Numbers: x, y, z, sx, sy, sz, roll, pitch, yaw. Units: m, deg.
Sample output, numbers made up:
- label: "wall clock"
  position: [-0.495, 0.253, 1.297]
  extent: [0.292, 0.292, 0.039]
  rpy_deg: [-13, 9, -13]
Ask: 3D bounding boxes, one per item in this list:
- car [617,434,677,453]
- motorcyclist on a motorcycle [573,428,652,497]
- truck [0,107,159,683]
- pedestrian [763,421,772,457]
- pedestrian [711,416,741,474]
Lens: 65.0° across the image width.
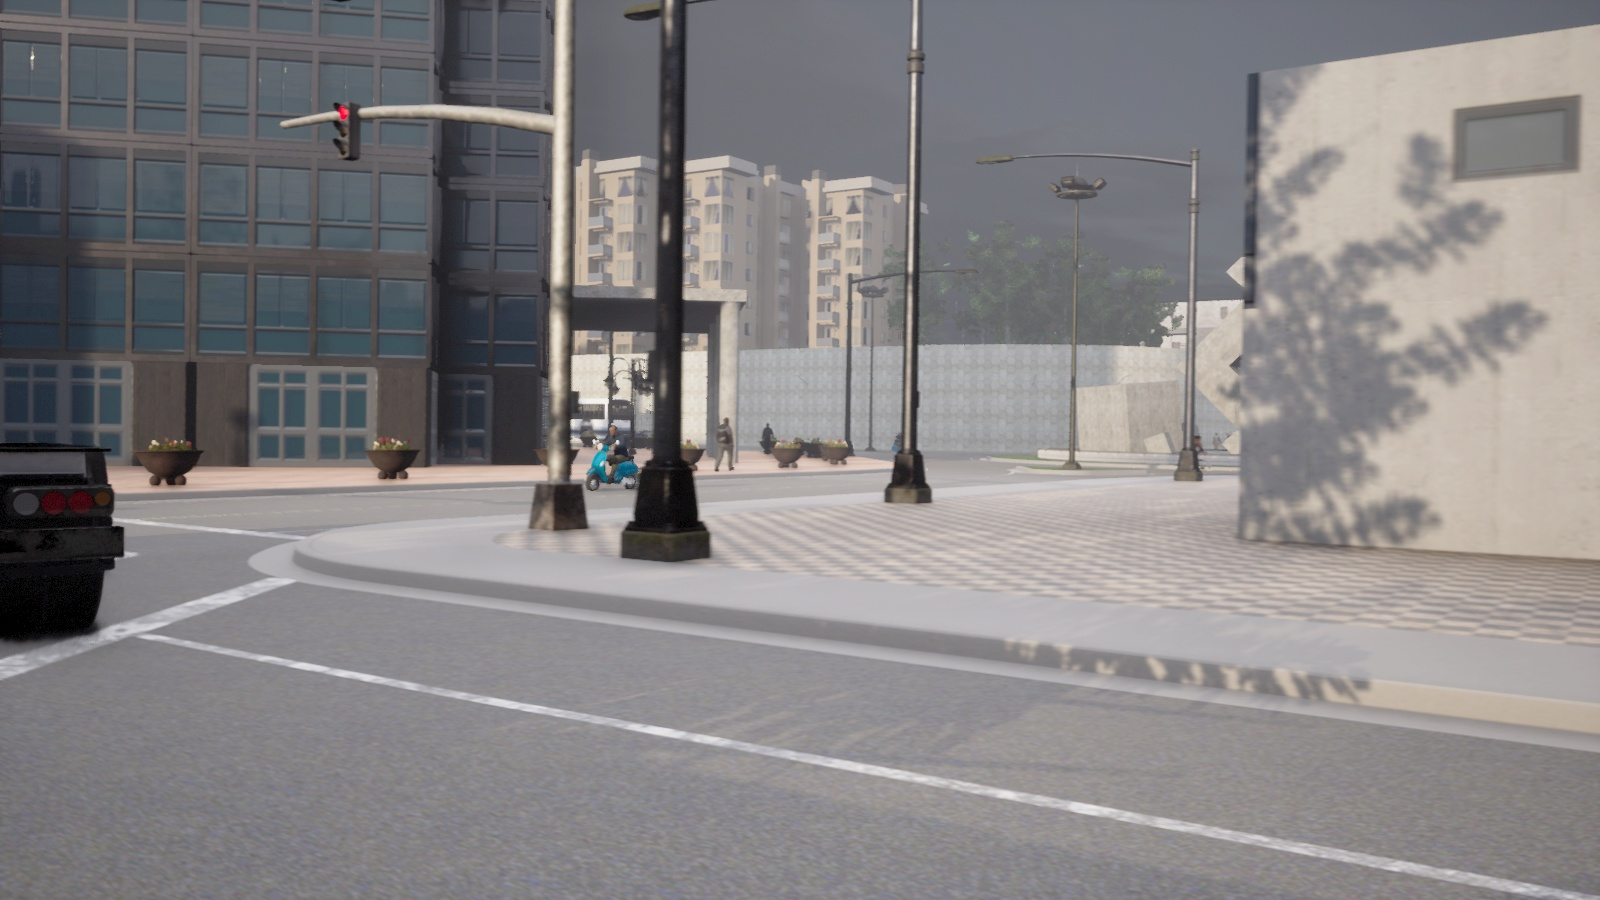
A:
- label: "car"
  position: [-11.302, -0.521, 92.832]
  extent: [4.181, 1.385, 1.994]
  rpy_deg: [1, 1, 36]
- label: "motorcyclist on a motorcycle"
  position: [-4.513, 0.278, 30.329]
  extent: [0.866, 1.590, 1.817]
  rpy_deg: [0, 1, 34]
- label: "truck"
  position: [-7.941, -0.350, 10.057]
  extent: [2.891, 3.462, 7.936]
  rpy_deg: [-1, 1, -43]
- label: "pedestrian"
  position: [-1.786, -0.589, 68.958]
  extent: [0.423, 1.949, 0.788]
  rpy_deg: [0, 1, 0]
- label: "pedestrian"
  position: [-2.396, -0.169, 40.743]
  extent: [0.563, 1.883, 0.849]
  rpy_deg: [0, 1, 34]
